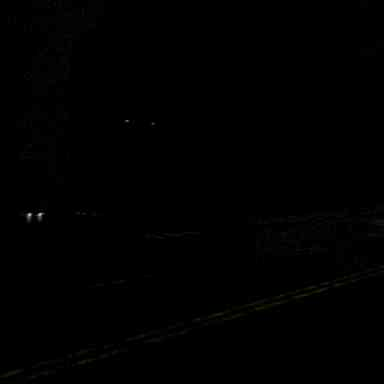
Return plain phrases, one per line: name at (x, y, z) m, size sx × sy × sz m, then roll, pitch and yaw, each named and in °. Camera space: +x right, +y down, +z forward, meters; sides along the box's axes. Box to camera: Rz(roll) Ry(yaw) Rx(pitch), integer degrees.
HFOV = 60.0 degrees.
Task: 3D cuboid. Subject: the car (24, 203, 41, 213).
car at (-25.491, 2.599, 53.142) m, size 1.837 × 1.490 × 4.892 m, roll -1°, pitch 0°, yaw -35°
